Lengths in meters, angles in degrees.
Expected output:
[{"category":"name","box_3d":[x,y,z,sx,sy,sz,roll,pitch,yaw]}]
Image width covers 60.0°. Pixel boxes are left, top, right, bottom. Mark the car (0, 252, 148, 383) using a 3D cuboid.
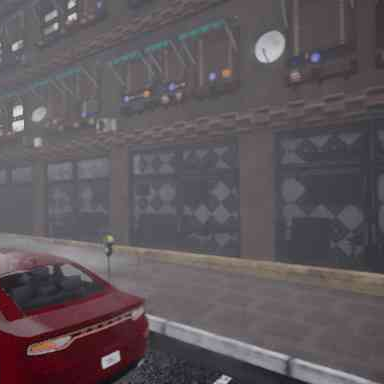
[{"category":"car","box_3d":[-2.620,1.522,4.615,4.507,1.381,1.887,0,-1,36]}]
